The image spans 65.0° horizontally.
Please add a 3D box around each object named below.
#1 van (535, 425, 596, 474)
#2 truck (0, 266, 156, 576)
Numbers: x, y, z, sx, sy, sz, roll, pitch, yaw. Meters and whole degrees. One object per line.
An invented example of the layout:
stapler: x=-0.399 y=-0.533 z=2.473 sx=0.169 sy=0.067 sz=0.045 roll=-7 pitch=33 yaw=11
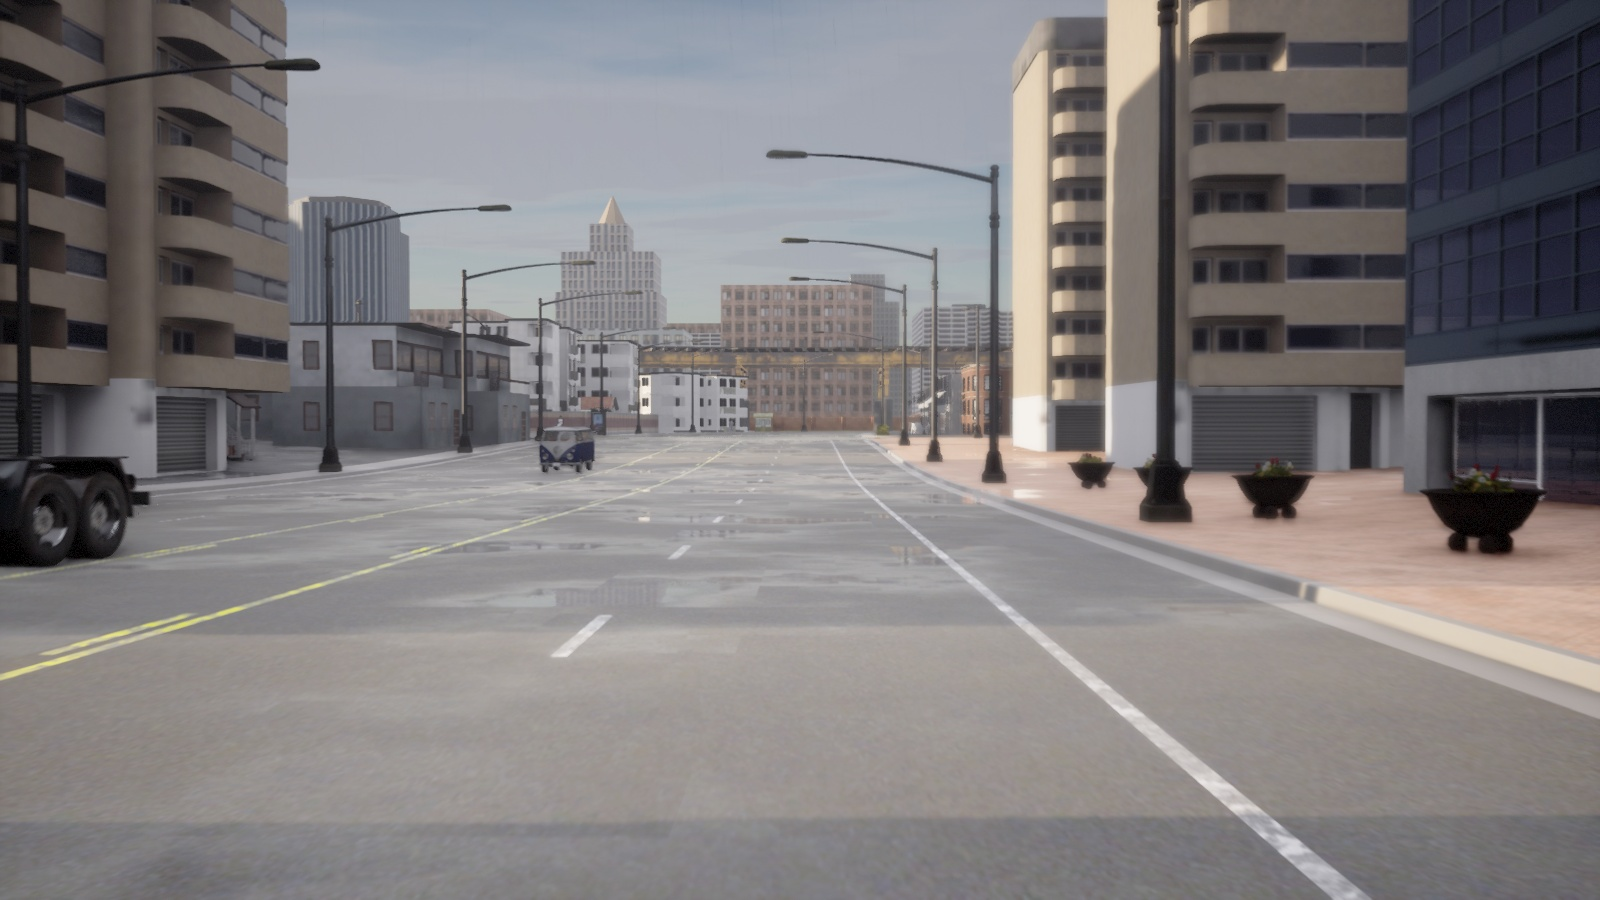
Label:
van: x=-10.135 y=-0.053 z=54.516 sx=1.775 sy=1.987 sz=4.442 roll=0 pitch=2 yaw=0
truck: x=-10.398 y=-0.320 z=13.448 sx=2.891 sy=3.462 sz=7.936 roll=0 pitch=0 yaw=0
